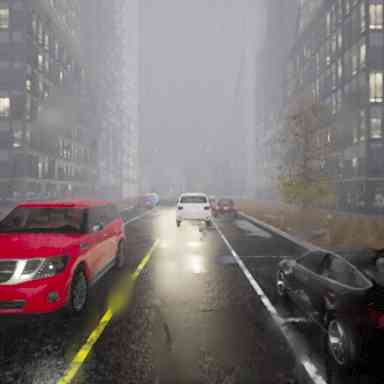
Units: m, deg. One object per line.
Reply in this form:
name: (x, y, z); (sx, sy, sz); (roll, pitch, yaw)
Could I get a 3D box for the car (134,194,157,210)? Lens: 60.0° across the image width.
car: (-5.689, 1.235, 39.594); (1.967, 1.590, 4.097); (0, 0, 0)

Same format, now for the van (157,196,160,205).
van: (-5.689, 1.105, 45.286); (1.690, 1.788, 3.998); (0, 0, 0)

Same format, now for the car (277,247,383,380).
car: (2.693, 1.539, 5.430); (1.947, 1.339, 4.313); (0, 0, 0)

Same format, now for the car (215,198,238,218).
car: (2.692, 1.296, 28.196); (1.967, 1.590, 4.097); (0, 0, 0)

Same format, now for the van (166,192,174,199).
van: (-5.691, 0.883, 85.130); (1.690, 1.788, 3.998); (0, 0, 0)

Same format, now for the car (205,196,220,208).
car: (2.691, 1.288, 45.443); (1.752, 1.417, 4.829); (0, 0, 0)

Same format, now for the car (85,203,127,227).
car: (-5.689, 1.468, 22.519); (1.802, 1.307, 4.206); (0, 0, 0)

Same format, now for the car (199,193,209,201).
car: (2.690, 1.047, 73.731); (1.967, 1.590, 4.097); (0, 0, 0)

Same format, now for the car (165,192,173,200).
car: (-5.691, 1.133, 73.577); (1.752, 1.417, 4.829); (0, 0, 0)

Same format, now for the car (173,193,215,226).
car: (0.097, 1.108, 22.221); (2.150, 2.045, 5.566); (0, 0, 0)

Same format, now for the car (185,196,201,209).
car: (0.091, 1.311, 41.383); (1.812, 1.442, 4.674); (0, 0, 0)

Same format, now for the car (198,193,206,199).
car: (2.689, 1.061, 90.807); (2.008, 1.369, 4.403); (0, 0, 0)

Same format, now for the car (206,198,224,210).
car: (2.691, 1.377, 39.581); (1.802, 1.307, 4.206); (0, 0, 0)

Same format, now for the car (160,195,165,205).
car: (-5.690, 1.299, 50.980); (1.947, 1.339, 4.313); (0, 0, 0)

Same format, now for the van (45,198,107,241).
van: (-5.688, 1.256, 16.826); (1.690, 1.788, 3.998); (0, 0, 0)

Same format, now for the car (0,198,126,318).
car: (-3.027, 1.187, 7.683); (2.150, 2.045, 5.566); (0, 0, 1)

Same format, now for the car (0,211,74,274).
car: (-5.688, 1.489, 11.134); (1.887, 1.381, 4.507); (0, 0, 0)
